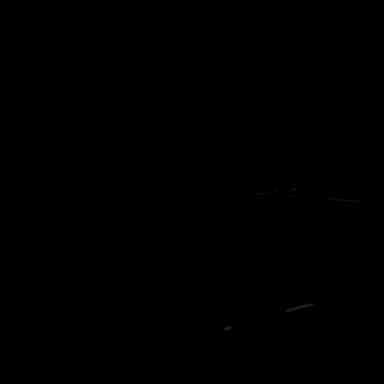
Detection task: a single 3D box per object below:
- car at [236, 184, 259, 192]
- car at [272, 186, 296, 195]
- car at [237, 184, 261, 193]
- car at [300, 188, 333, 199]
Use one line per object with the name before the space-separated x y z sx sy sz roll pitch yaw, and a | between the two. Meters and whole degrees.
car | 11.369 -0.837 68.777 2.033 1.411 5.357 1 2 -23
car | 16.000 -0.317 58.094 2.128 1.511 4.902 1 2 -23
car | 10.915 -0.725 62.232 1.882 1.535 5.008 1 2 -23
car | 17.444 0.188 46.781 1.895 1.301 4.718 2 2 -23
